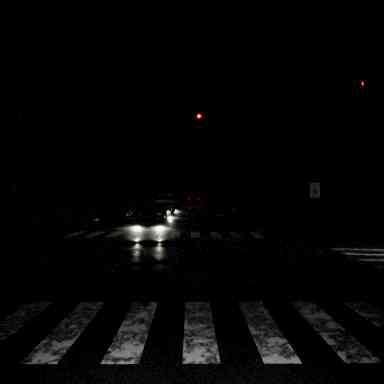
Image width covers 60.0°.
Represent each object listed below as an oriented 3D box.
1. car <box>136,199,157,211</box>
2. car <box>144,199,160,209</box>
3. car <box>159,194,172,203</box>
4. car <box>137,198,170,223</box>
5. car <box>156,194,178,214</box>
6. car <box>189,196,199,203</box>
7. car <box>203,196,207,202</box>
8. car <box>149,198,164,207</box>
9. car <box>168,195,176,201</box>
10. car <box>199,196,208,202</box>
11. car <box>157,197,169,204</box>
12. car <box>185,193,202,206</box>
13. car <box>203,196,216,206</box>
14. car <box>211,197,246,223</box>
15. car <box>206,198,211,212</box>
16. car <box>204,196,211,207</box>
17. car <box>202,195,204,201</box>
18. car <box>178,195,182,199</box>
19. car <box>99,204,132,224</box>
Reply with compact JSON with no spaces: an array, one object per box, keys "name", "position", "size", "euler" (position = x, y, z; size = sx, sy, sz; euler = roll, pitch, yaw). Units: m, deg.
[{"name":"car","position":[-5.604,1.579,41.587],"size":[2.008,1.369,4.403],"euler":[0,0,0]},{"name":"car","position":[-5.583,1.616,47.044],"size":[1.802,1.307,4.206],"euler":[0,0,0]},{"name":"car","position":[-5.497,1.375,68.873],"size":[2.192,1.841,5.009],"euler":[0,0,0]},{"name":"car","position":[-3.004,1.489,25.620],"size":[1.882,1.535,5.008],"euler":[0,0,0]},{"name":"car","position":[-2.963,1.243,35.687],"size":[2.150,2.045,5.566],"euler":[0,0,0]},{"name":"car","position":[0.367,1.623,69.718],"size":[1.994,1.385,4.181],"euler":[0,0,0]},{"name":"car","position":[2.942,1.585,47.018],"size":[2.008,1.369,4.403],"euler":[0,0,0]},{"name":"car","position":[-5.561,1.623,52.501],"size":[1.802,1.307,4.206],"euler":[0,0,0]},{"name":"car","position":[-5.412,1.534,90.701],"size":[1.967,1.590,4.097],"euler":[0,0,0]},{"name":"car","position":[2.647,1.573,75.849],"size":[1.837,1.490,4.892],"euler":[0,0,0]},{"name":"car","position":[-5.519,1.635,63.416],"size":[1.802,1.307,4.206],"euler":[0,0,0]},{"name":"car","position":[0.314,1.268,56.019],"size":[2.150,2.045,5.566],"euler":[0,0,0]},{"name":"car","position":[2.985,1.487,57.931],"size":[1.967,1.590,4.097],"euler":[0,0,0]},{"name":"car","position":[2.857,1.326,25.193],"size":[2.192,1.841,5.009],"euler":[0,0,0]},{"name":"car","position":[2.900,1.588,36.105],"size":[1.947,1.339,4.313],"euler":[0,0,0]},{"name":"car","position":[2.921,1.579,41.561],"size":[2.008,1.369,4.403],"euler":[0,0,0]},{"name":"car","position":[2.964,1.481,52.475],"size":[1.967,1.590,4.097],"euler":[0,0,0]},{"name":"car","position":[-2.913,1.525,46.131],"size":[2.128,1.511,4.902],"euler":[0,0,0]},{"name":"car","position":[-5.668,1.576,25.217],"size":[1.947,1.339,4.313],"euler":[0,0,0]}]
